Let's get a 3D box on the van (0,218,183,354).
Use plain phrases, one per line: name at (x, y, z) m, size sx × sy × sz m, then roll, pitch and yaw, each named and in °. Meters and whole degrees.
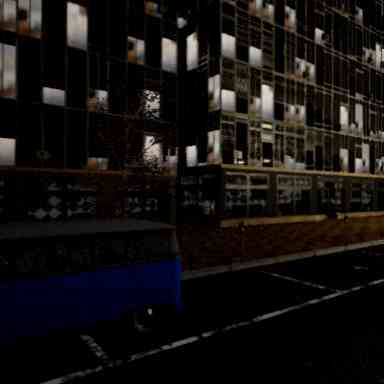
van at (-2.060, 1.346, 5.088) m, size 3.998 × 1.788 × 1.690 m, roll 0°, pitch 0°, yaw -35°
